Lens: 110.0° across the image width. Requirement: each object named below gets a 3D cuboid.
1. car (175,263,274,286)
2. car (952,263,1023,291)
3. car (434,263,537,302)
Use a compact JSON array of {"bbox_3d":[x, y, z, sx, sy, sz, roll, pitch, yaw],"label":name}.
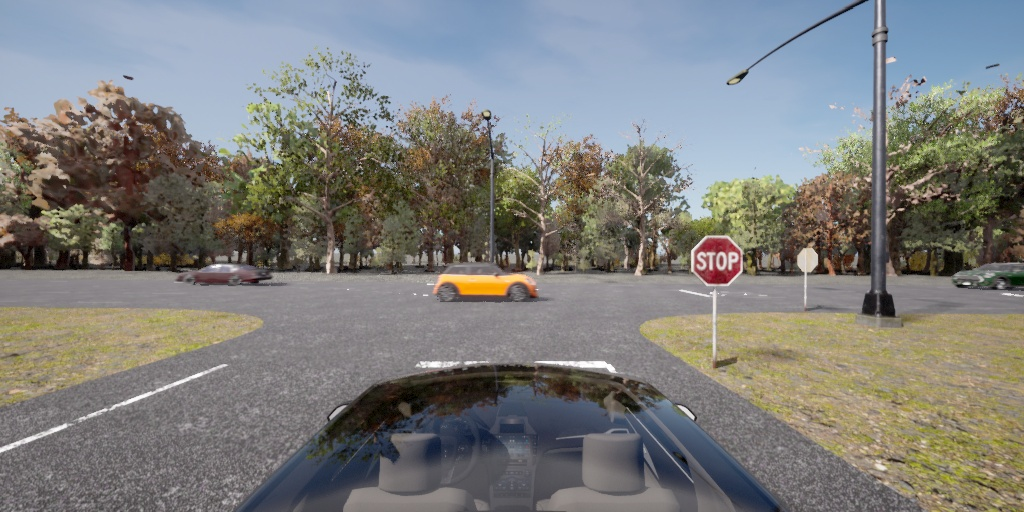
[{"bbox_3d":[-18.696,1.187,23.466,5.357,1.411,2.033,0,0,1],"label":"car"},{"bbox_3d":[31.533,1.225,23.068,4.553,1.767,2.097,1,0,0],"label":"car"},{"bbox_3d":[-1.132,1.102,16.273,4.553,1.767,2.097,0,0,0],"label":"car"}]
